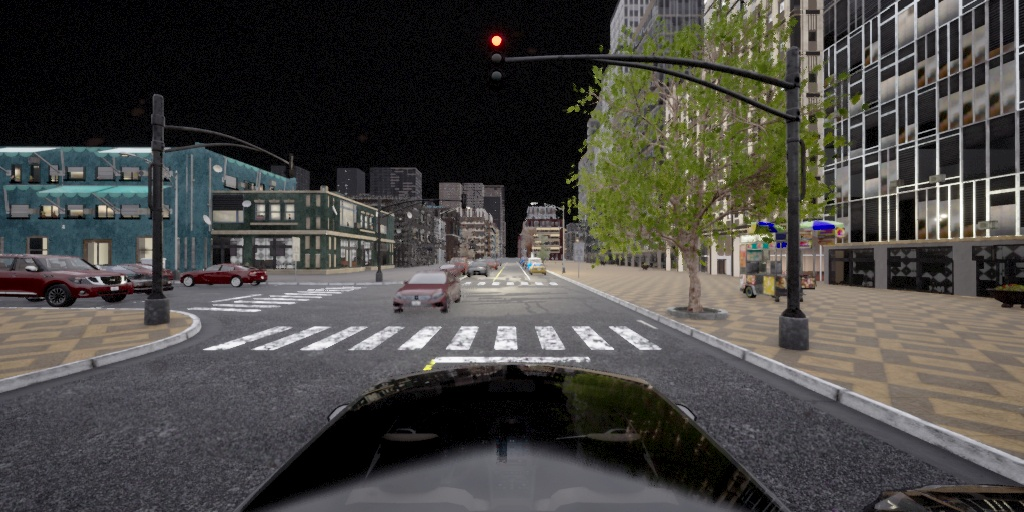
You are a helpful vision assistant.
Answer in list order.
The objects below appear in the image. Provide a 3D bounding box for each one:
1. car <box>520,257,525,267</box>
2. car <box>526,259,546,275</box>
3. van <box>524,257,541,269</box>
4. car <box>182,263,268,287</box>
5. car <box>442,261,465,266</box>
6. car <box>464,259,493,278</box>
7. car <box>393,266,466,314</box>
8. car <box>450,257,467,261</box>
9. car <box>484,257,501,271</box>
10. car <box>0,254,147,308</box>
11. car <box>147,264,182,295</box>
[{"bbox_3d":[2.732,1.305,54.735,2.007,1.370,4.403,0,0,0],"label":"car"},{"bbox_3d":[2.720,1.278,38.251,1.751,1.417,4.829,0,0,0],"label":"car"},{"bbox_3d":[2.724,1.094,43.633,1.690,1.789,3.998,0,0,0],"label":"van"},{"bbox_3d":[-17.261,1.121,21.535,4.507,1.381,1.888,0,0,-1],"label":"car"},{"bbox_3d":[-5.665,1.334,32.534,1.802,1.307,4.207,0,0,0],"label":"car"},{"bbox_3d":[-3.075,1.258,33.717,1.837,1.490,4.892,0,0,0],"label":"car"},{"bbox_3d":[-3.098,1.276,13.952,1.812,1.442,4.674,0,0,0],"label":"car"},{"bbox_3d":[-5.661,1.067,38.085,2.192,1.841,5.009,0,0,0],"label":"car"},{"bbox_3d":[-3.055,1.107,50.405,2.097,1.767,4.553,0,0,0],"label":"car"},{"bbox_3d":[-17.149,0.850,13.155,5.009,1.841,2.192,0,0,-1],"label":"car"},{"bbox_3d":[-18.227,1.082,15.733,5.357,1.411,2.033,1,0,-1],"label":"car"}]
